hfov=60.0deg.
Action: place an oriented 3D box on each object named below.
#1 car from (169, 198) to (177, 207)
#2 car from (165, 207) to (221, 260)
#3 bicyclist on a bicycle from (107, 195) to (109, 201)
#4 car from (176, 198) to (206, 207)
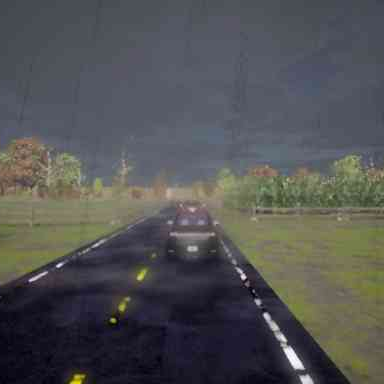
[{"bbox_3d":[-2.787,1.710,56.791,2.033,1.411,5.357,0,0,1],"label":"car"},{"bbox_3d":[0.046,1.532,12.597,2.128,1.511,4.902,0,0,1],"label":"car"},{"bbox_3d":[-22.388,1.711,88.269,0.582,1.620,1.656,0,0,1],"label":"bicyclist on a bicycle"},{"bbox_3d":[0.052,1.439,27.508,2.097,1.767,4.553,0,0,1],"label":"car"}]
